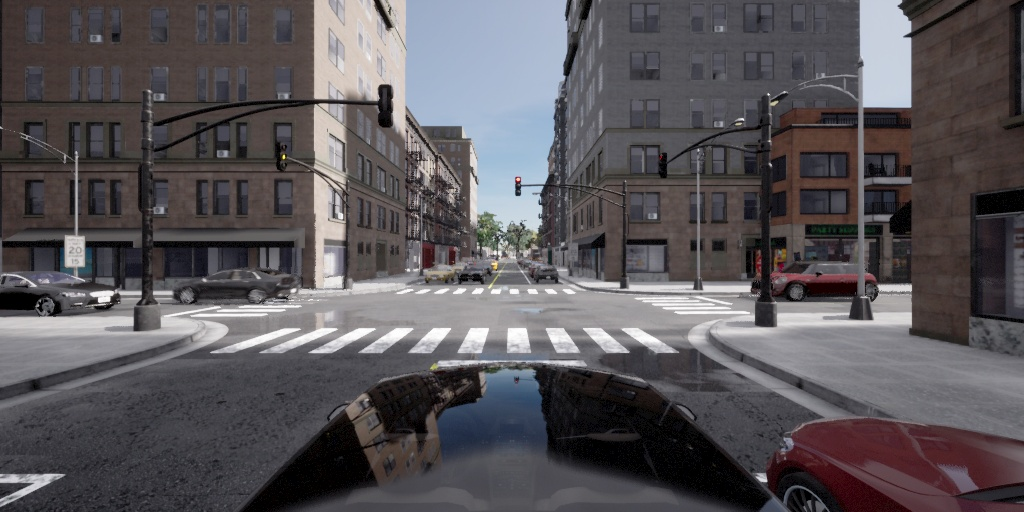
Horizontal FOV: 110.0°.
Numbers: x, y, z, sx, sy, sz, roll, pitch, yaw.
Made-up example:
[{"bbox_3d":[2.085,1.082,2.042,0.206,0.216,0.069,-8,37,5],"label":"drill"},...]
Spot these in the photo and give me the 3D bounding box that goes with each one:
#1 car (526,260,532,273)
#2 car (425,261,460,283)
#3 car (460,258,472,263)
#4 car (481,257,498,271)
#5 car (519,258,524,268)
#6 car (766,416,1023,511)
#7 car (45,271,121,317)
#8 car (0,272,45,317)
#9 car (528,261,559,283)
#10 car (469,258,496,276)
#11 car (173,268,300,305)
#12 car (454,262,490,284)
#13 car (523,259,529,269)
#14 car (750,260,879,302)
[{"bbox_3d":[2.573,1.297,33.286,1.888,1.381,4.507,0,0,0],"label":"car"},{"bbox_3d":[-5.468,1.277,27.618,1.751,1.417,4.829,0,0,0],"label":"car"},{"bbox_3d":[-5.487,1.278,38.581,1.751,1.417,4.829,0,0,0],"label":"car"},{"bbox_3d":[-2.929,1.232,48.774,1.882,1.535,5.008,0,0,0],"label":"car"},{"bbox_3d":[2.528,1.306,55.213,2.007,1.370,4.403,0,0,0],"label":"car"},{"bbox_3d":[2.640,1.332,0.796,1.802,1.307,4.207,0,0,0],"label":"car"},{"bbox_3d":[-17.092,1.310,12.928,4.902,1.511,2.128,0,0,1],"label":"car"},{"bbox_3d":[-5.399,1.065,0.780,2.192,1.841,5.009,0,0,0],"label":"car"},{"bbox_3d":[2.584,1.302,27.804,2.007,1.370,4.403,0,0,0],"label":"car"},{"bbox_3d":[-2.921,1.257,36.808,1.837,1.490,4.892,0,0,0],"label":"car"},{"bbox_3d":[-12.102,1.306,15.885,4.892,1.490,1.837,0,0,0],"label":"car"},{"bbox_3d":[-2.884,1.352,26.689,1.895,1.301,4.718,0,0,-1],"label":"car"},{"bbox_3d":[2.562,1.303,38.768,2.007,1.370,4.403,0,0,0],"label":"car"},{"bbox_3d":[13.278,1.036,15.979,4.553,1.767,2.097,0,0,0],"label":"car"}]
